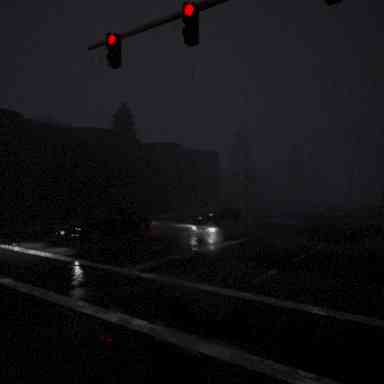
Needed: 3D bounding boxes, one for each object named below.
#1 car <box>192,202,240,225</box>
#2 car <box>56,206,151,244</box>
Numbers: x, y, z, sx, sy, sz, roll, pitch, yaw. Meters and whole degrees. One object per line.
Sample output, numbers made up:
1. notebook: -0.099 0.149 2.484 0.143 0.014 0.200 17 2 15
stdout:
1. car: 1.891 1.487 24.267 1.812 1.442 4.674 0 0 35
2. car: -4.007 1.454 15.809 1.837 1.490 4.892 0 0 35
